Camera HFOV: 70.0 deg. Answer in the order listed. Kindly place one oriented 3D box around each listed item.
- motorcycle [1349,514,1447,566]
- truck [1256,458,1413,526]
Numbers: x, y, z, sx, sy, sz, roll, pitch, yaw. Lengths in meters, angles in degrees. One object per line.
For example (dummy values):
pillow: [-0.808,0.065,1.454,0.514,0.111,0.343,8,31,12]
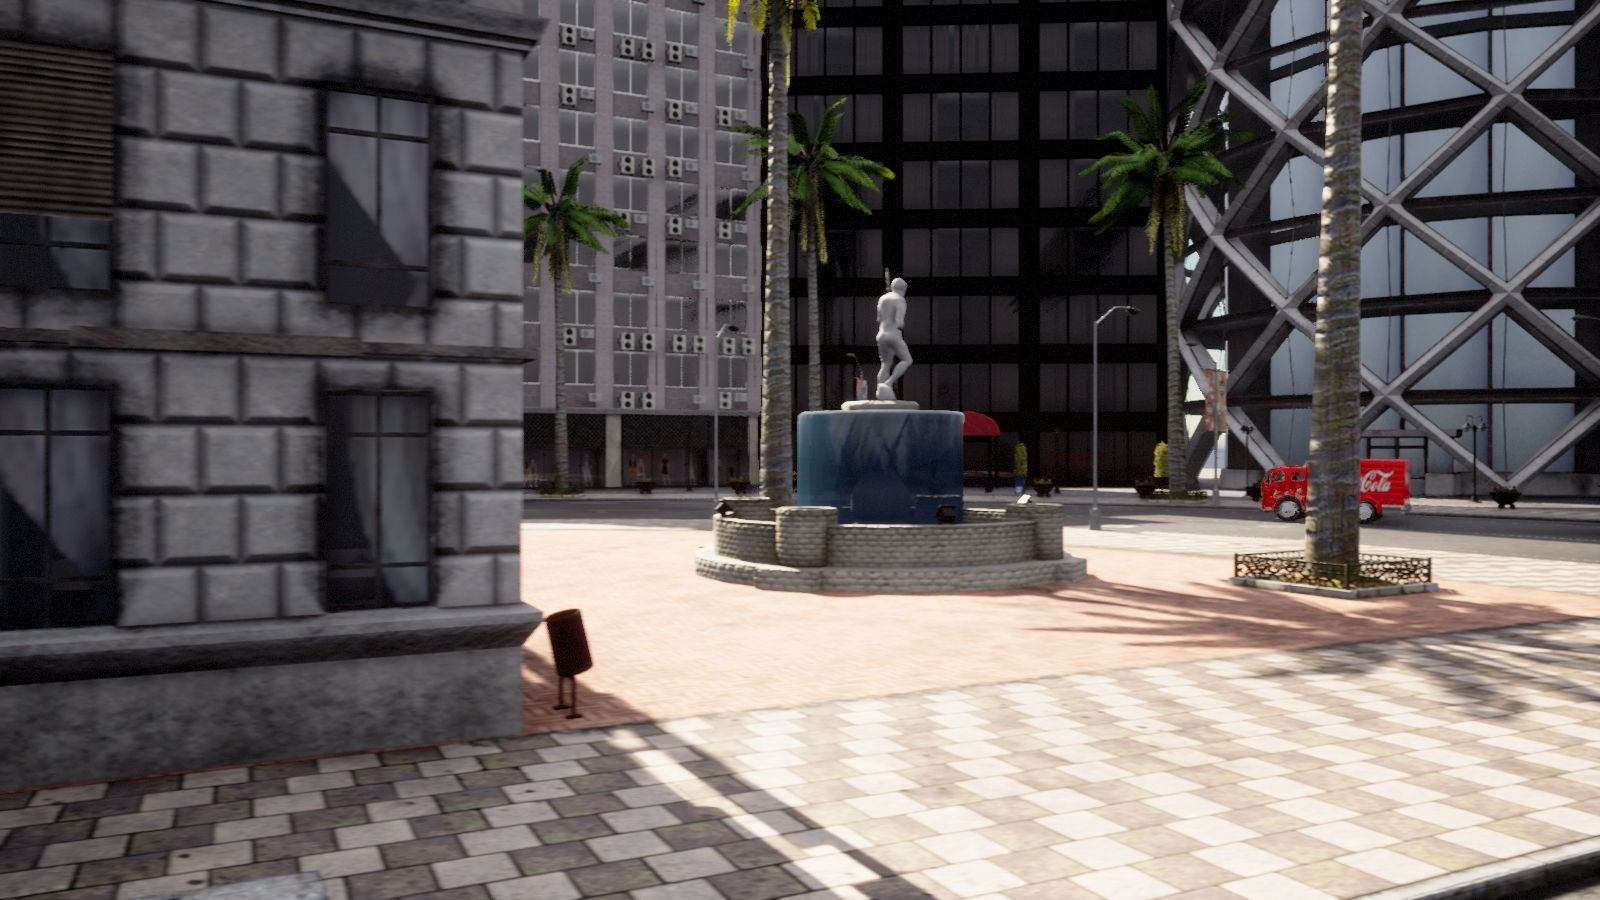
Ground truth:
motorcycle: [14.900,2.216,28.524,0.803,1.145,2.033,0,0,-30]
truck: [20.809,1.572,44.535,5.204,2.467,2.627,0,0,33]
